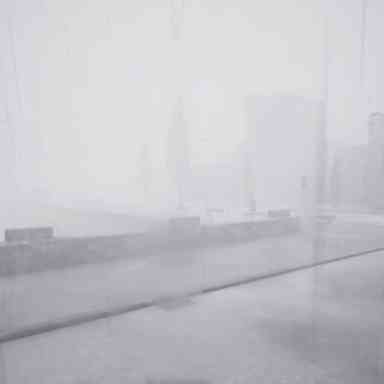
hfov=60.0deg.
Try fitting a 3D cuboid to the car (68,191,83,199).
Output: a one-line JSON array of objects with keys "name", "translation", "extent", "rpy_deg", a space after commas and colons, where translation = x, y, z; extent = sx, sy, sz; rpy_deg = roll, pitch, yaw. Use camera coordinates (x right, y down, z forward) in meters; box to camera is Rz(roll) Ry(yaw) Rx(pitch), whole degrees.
[{"name": "car", "translation": [-30.358, 1.181, 87.378], "extent": [1.895, 1.301, 4.718], "rpy_deg": [-1, 1, -36]}]
